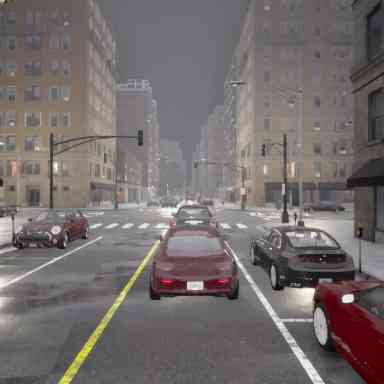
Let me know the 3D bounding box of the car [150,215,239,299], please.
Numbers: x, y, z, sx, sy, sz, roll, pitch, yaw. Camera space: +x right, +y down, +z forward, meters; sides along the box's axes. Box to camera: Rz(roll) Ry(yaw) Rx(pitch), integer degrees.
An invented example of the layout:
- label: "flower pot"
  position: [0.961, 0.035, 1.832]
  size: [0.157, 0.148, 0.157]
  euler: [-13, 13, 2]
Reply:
- label: "car"
  position: [0.022, 1.528, 8.313]
  size: [1.812, 1.442, 4.674]
  euler: [0, 0, -1]

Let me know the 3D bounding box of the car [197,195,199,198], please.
- label: "car"
  position: [2.388, 1.623, 58.238]
  size: [1.947, 1.339, 4.313]
  euler: [0, 0, -1]

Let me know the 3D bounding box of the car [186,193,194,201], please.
- label: "car"
  position: [-0.642, 1.384, 90.177]
  size: [2.150, 2.045, 5.566]
  euler: [0, 0, -1]

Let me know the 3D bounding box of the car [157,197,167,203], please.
- label: "car"
  position: [-6.261, 1.666, 69.162]
  size: [1.802, 1.307, 4.206]
  euler: [0, 0, -1]

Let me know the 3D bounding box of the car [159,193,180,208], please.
- label: "car"
  position: [-3.254, 1.391, 48.523]
  size: [2.097, 1.767, 4.553]
  euler: [0, 0, -1]

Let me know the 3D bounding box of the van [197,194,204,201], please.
- label: "van"
  position: [2.080, 1.482, 85.773]
  size: [1.690, 1.788, 3.998]
  euler: [0, 0, -1]

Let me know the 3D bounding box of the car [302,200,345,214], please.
- label: "car"
  position: [14.647, 1.648, 37.215]
  size: [4.674, 1.442, 1.812]
  euler: [0, 0, 1]

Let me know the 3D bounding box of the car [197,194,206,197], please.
- label: "car"
  position: [2.324, 1.595, 63.915]
  size: [1.752, 1.417, 4.829]
  euler: [0, 0, -1]

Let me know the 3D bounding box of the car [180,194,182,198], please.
- label: "car"
  position: [-3.408, 1.604, 67.325]
  size: [1.812, 1.442, 4.674]
  euler: [0, 0, 0]

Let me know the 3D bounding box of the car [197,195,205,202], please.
- label: "car"
  position: [2.141, 1.560, 80.265]
  size: [1.967, 1.590, 4.097]
  euler: [0, 0, -1]

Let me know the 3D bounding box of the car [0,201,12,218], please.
- label: "car"
  position: [-17.339, 1.253, 27.016]
  size: [4.553, 1.767, 2.097]
  euler: [0, 0, 0]

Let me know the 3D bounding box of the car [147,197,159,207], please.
- label: "car"
  position: [-6.075, 1.596, 52.639]
  size: [2.008, 1.369, 4.403]
  euler: [0, 0, -1]

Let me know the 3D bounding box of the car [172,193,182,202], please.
- label: "car"
  position: [-3.504, 1.337, 77.855]
  size: [2.150, 2.045, 5.566]
  euler: [0, 0, -1]

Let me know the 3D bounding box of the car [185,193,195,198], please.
- label: "car"
  position: [-0.521, 1.342, 79.459]
  size: [2.150, 2.045, 5.566]
  euler: [0, 0, -1]

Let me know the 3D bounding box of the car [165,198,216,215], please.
- label: "car"
  position: [0.071, 1.358, 15.647]
  size: [2.097, 1.767, 4.553]
  euler: [0, 0, 0]

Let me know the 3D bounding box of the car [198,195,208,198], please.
- label: "car"
  position: [2.449, 1.590, 52.731]
  size: [1.887, 1.381, 4.507]
  euler: [0, 0, -1]

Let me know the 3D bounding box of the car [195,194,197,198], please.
- label: "car"
  position: [2.265, 1.399, 69.252]
  size: [2.192, 1.841, 5.009]
  euler: [0, 0, -1]

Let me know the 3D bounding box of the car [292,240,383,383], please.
- label: "car"
  position: [2.670, 1.545, 3.313]
  size: [1.887, 1.381, 4.507]
  euler: [0, 0, 0]

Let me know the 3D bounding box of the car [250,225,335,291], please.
- label: "car"
  position: [2.660, 1.553, 8.805]
  size: [2.008, 1.369, 4.403]
  euler: [0, 0, 0]

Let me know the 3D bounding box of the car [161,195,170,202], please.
- label: "car"
  position: [-6.384, 1.559, 80.178]
  size: [1.967, 1.590, 4.097]
  euler: [0, 0, -1]

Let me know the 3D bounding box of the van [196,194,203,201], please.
- label: "van"
  position: [2.018, 1.504, 91.279]
  size: [1.690, 1.788, 3.998]
  euler: [0, 0, -1]

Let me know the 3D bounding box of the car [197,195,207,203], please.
- label: "car"
  position: [2.203, 1.541, 74.759]
  size: [1.967, 1.590, 4.097]
  euler: [0, 0, -1]

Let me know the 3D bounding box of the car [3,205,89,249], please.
- label: "car"
  position: [-5.874, 1.445, 14.278]
  size: [1.967, 1.590, 4.097]
  euler: [0, 0, 0]

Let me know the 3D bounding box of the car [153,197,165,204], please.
- label: "car"
  position: [-6.199, 1.614, 63.655]
  size: [1.887, 1.381, 4.507]
  euler: [0, 0, -1]
